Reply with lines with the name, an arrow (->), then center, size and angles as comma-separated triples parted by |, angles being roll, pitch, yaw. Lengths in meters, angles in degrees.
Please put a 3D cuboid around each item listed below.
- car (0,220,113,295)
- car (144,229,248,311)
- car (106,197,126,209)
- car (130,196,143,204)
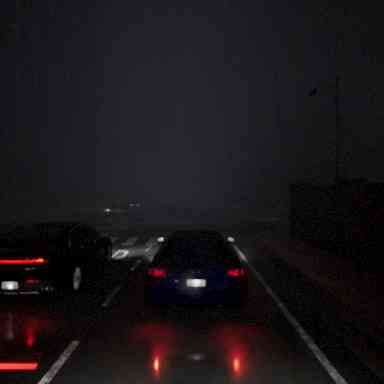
car -> -3.420, 1.503, 8.668 | 1.837, 1.490, 4.892 | 0, 0, 0
car -> 0.092, 1.563, 7.837 | 1.994, 1.385, 4.181 | 0, 0, 0
car -> -10.488, 1.470, 46.308 | 1.882, 1.535, 5.008 | 0, 0, 0
car -> -10.408, 1.536, 62.662 | 2.033, 1.411, 5.357 | 0, 0, 1
